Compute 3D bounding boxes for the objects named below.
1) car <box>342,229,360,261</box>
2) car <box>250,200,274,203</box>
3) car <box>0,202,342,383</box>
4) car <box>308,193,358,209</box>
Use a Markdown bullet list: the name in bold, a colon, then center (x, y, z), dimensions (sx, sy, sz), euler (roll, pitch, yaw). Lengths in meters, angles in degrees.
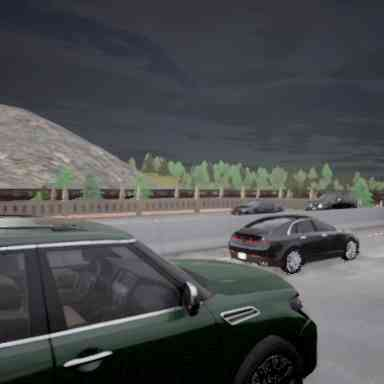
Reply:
- **car**: center (3.329, 1.469, 10.416), dimensions (4.892, 1.490, 1.837), euler (0, 0, -35)
- **car**: center (5.968, 1.458, 29.648), dimensions (5.357, 1.411, 2.033), euler (0, 0, -35)
- **car**: center (-1.314, 1.220, 2.808), dimensions (5.566, 2.045, 2.150), euler (0, 0, -35)
- **car**: center (12.816, 1.137, 30.210), dimensions (5.566, 2.045, 2.150), euler (1, -1, -35)
